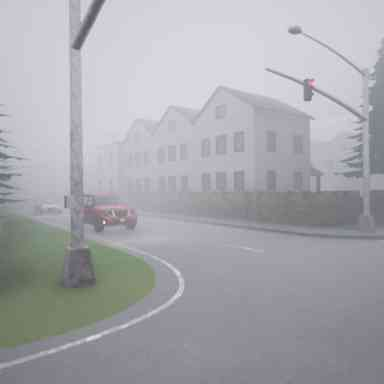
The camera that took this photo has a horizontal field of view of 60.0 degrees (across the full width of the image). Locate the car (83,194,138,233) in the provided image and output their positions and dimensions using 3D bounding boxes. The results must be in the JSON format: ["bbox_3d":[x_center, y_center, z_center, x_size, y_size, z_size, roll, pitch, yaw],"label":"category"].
[{"bbox_3d":[-5.256,1.138,19.763,2.150,2.045,5.566,-1,0,-35],"label":"car"}]

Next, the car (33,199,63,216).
[{"bbox_3d":[-13.986,1.448,32.148,1.812,1.442,4.674,-1,0,-35],"label":"car"}]
